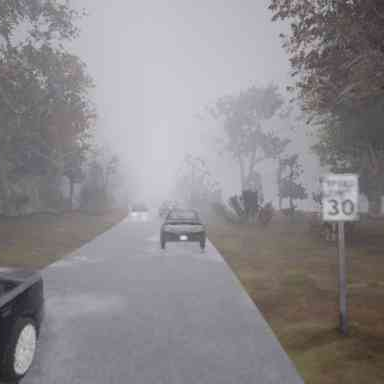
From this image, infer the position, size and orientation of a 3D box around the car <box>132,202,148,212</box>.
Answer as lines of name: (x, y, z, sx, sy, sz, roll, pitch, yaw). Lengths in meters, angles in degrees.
car: (-6.800, 1.941, 43.358, 1.994, 1.385, 4.181, 1, -1, -10)

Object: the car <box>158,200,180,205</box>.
car: (-2.282, 1.591, 33.350, 2.097, 1.767, 4.553, 1, -1, -8)

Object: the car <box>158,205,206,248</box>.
car: (-0.462, 1.542, 15.048, 2.128, 1.511, 4.902, 0, 0, -3)

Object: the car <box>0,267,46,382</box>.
car: (-2.915, 1.473, 2.571, 1.882, 1.535, 5.008, 0, 0, -1)
